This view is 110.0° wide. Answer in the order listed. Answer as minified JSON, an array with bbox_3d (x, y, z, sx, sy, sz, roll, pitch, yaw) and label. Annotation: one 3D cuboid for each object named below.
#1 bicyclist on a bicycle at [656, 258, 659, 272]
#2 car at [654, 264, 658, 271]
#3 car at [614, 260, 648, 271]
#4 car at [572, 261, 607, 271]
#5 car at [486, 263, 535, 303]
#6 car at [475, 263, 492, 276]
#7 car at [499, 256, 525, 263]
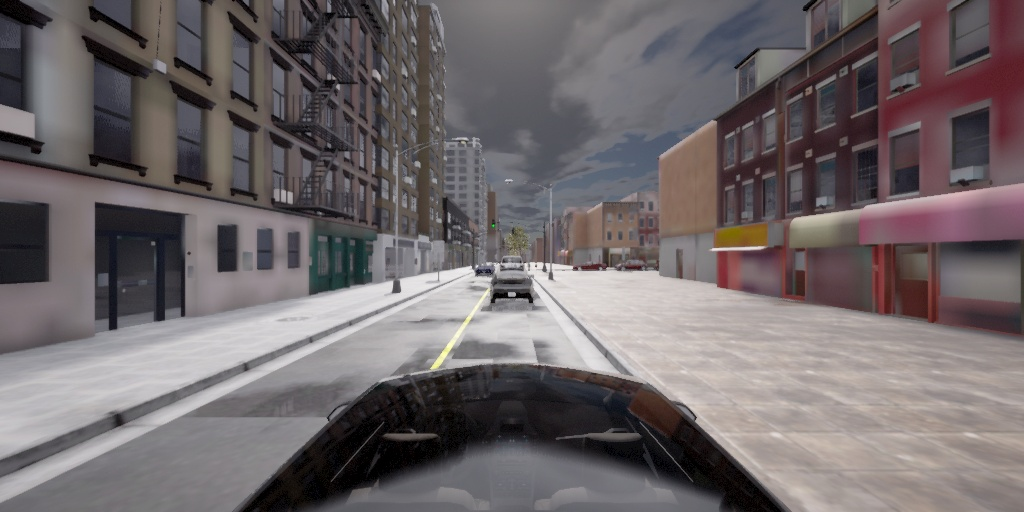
[{"bbox_3d":[17.379,1.078,42.333,0.582,1.620,1.656,0,0,0],"label":"bicyclist on a bicycle"},{"bbox_3d":[21.297,1.319,47.973,4.507,1.381,1.888,0,0,0],"label":"car"},{"bbox_3d":[15.833,1.219,47.980,4.097,1.591,1.967,0,0,0],"label":"car"},{"bbox_3d":[10.369,1.330,47.983,4.507,1.381,1.888,0,0,0],"label":"car"},{"bbox_3d":[0.000,1.265,16.500,1.837,1.490,4.892,0,0,0],"label":"car"},{"bbox_3d":[-2.750,1.426,37.471,1.895,1.301,4.718,0,0,0],"label":"car"},{"bbox_3d":[0.000,1.016,31.532,2.150,2.045,5.566,0,0,0],"label":"car"}]
